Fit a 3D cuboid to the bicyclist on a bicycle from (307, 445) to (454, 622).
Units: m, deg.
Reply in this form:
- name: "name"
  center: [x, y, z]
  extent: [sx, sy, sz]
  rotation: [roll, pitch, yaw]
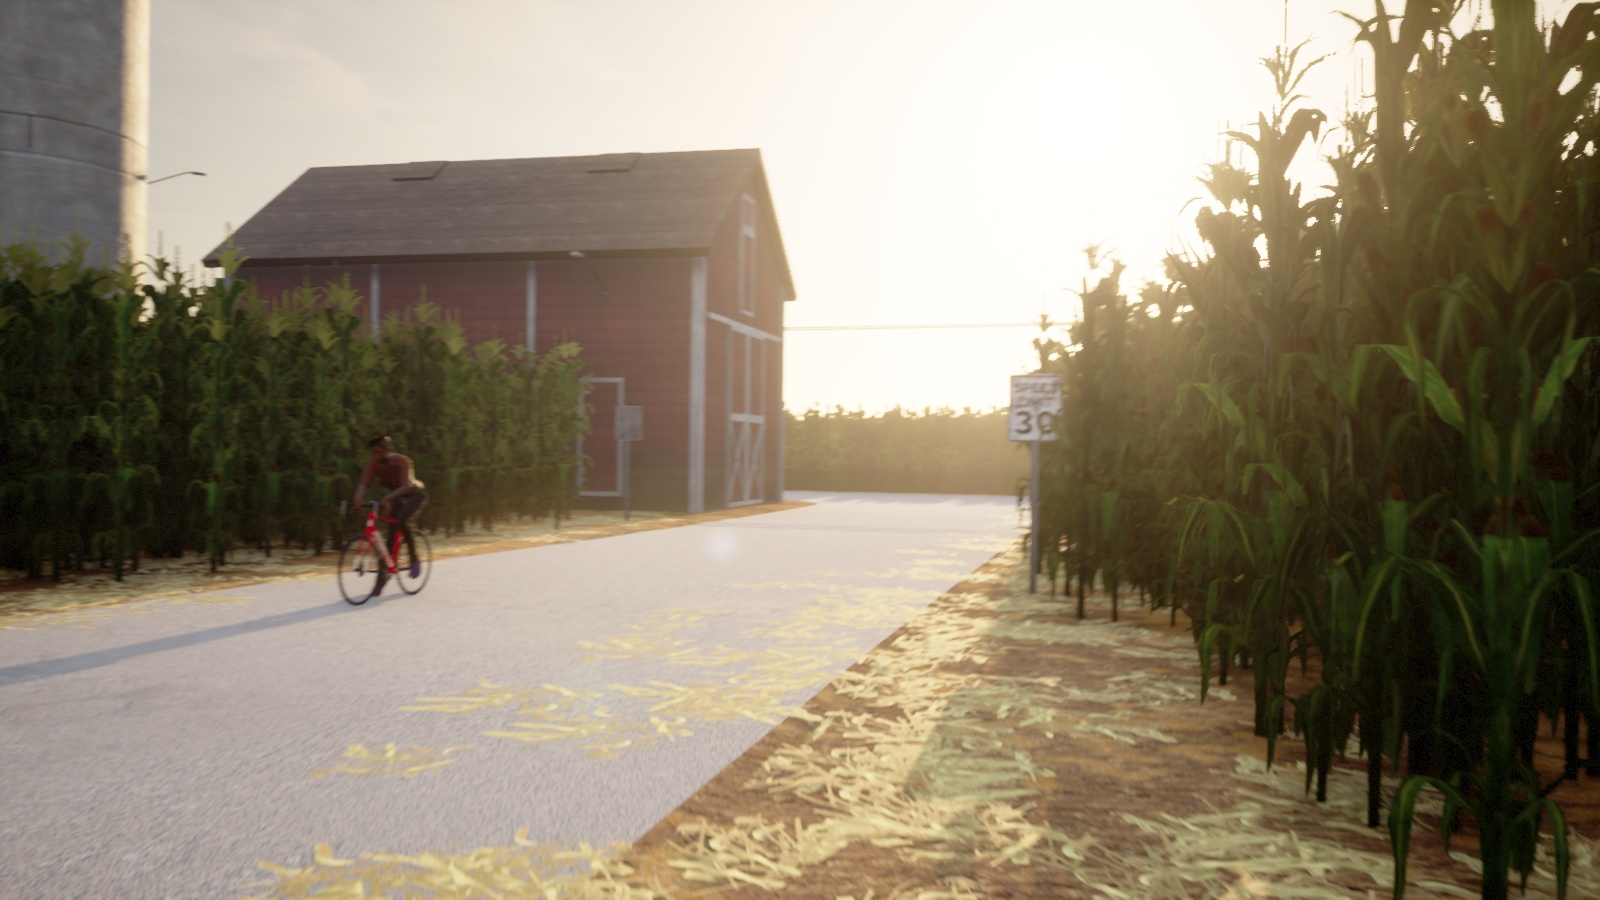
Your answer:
- name: "bicyclist on a bicycle"
  center: [-4.082, 0.767, 12.355]
  extent: [0.582, 1.620, 1.656]
  rotation: [0, 0, 13]
